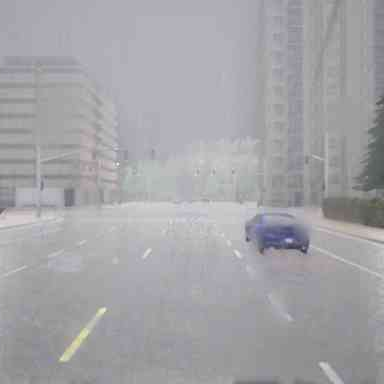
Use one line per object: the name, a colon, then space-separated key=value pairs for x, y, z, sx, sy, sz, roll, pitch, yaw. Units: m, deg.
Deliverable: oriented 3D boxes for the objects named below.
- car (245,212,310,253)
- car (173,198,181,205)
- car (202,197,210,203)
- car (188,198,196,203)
car: x=3.511 y=1.616 z=14.489 sx=1.882 sy=1.535 sz=5.008 roll=0 pitch=0 yaw=0
car: x=-3.470 y=2.265 z=78.437 sx=1.812 sy=1.442 sz=4.674 roll=0 pitch=-1 yaw=0
car: x=3.533 y=2.148 z=85.721 sx=1.837 sy=1.490 sz=4.892 roll=0 pitch=-1 yaw=0
car: x=0.033 y=2.172 z=85.722 sx=1.812 sy=1.442 sz=4.674 roll=0 pitch=-1 yaw=0
